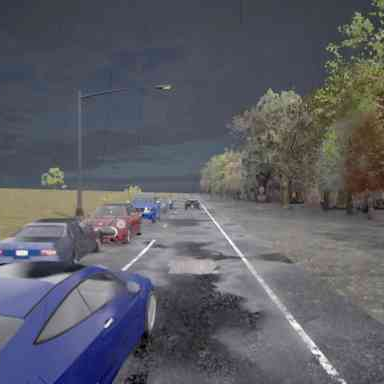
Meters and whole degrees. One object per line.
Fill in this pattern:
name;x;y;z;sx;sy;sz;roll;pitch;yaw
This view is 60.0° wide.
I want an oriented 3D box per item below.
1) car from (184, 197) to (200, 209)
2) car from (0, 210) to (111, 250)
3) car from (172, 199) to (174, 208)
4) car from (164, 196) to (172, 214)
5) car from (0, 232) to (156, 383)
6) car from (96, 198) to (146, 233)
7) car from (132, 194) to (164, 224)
car;0.027;1.496;44.326;1.837;1.490;4.892;0;0;0
car;-4.293;1.548;10.713;2.033;1.411;5.357;0;0;-2
car;-3.627;1.342;45.262;2.097;1.767;4.553;0;0;0
car;-3.620;1.347;35.256;2.097;1.767;4.553;0;0;0
car;-1.693;1.525;3.787;1.812;1.442;4.674;0;0;6
car;-3.689;1.352;15.598;2.097;1.767;4.553;0;0;1
car;-3.623;1.220;25.251;2.150;2.045;5.566;0;0;-1
